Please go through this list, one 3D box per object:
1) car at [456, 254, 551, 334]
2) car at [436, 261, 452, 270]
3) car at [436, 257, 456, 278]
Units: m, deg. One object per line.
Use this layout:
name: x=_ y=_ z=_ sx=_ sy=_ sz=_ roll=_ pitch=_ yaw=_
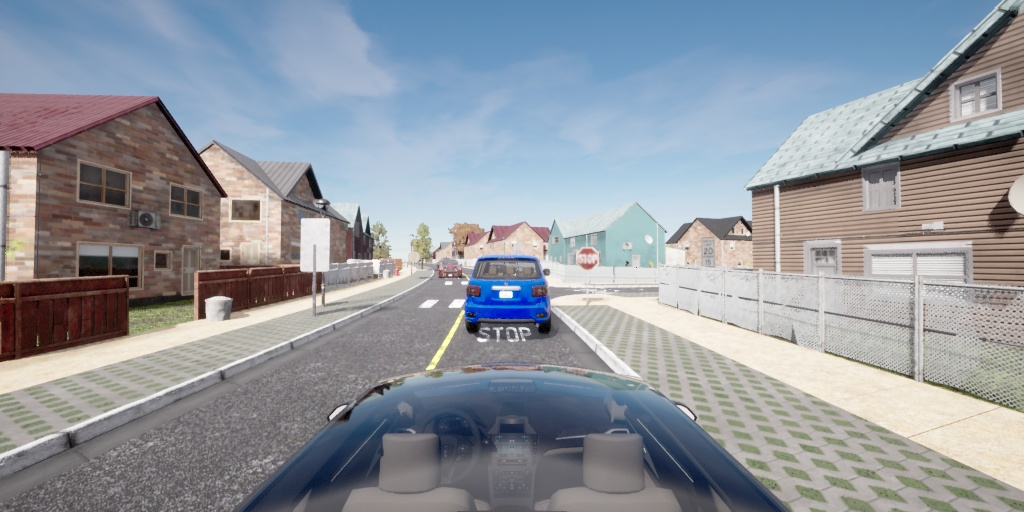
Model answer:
car: x=-0.019 y=0.975 z=10.849 sx=2.150 sy=2.045 sz=5.566 roll=0 pitch=0 yaw=3
car: x=-10.198 y=1.395 z=53.341 sx=1.895 sy=1.301 sz=4.718 roll=0 pitch=0 yaw=-16
car: x=-5.844 y=1.115 z=33.919 sx=2.097 sy=1.767 sz=4.553 roll=0 pitch=0 yaw=-10
